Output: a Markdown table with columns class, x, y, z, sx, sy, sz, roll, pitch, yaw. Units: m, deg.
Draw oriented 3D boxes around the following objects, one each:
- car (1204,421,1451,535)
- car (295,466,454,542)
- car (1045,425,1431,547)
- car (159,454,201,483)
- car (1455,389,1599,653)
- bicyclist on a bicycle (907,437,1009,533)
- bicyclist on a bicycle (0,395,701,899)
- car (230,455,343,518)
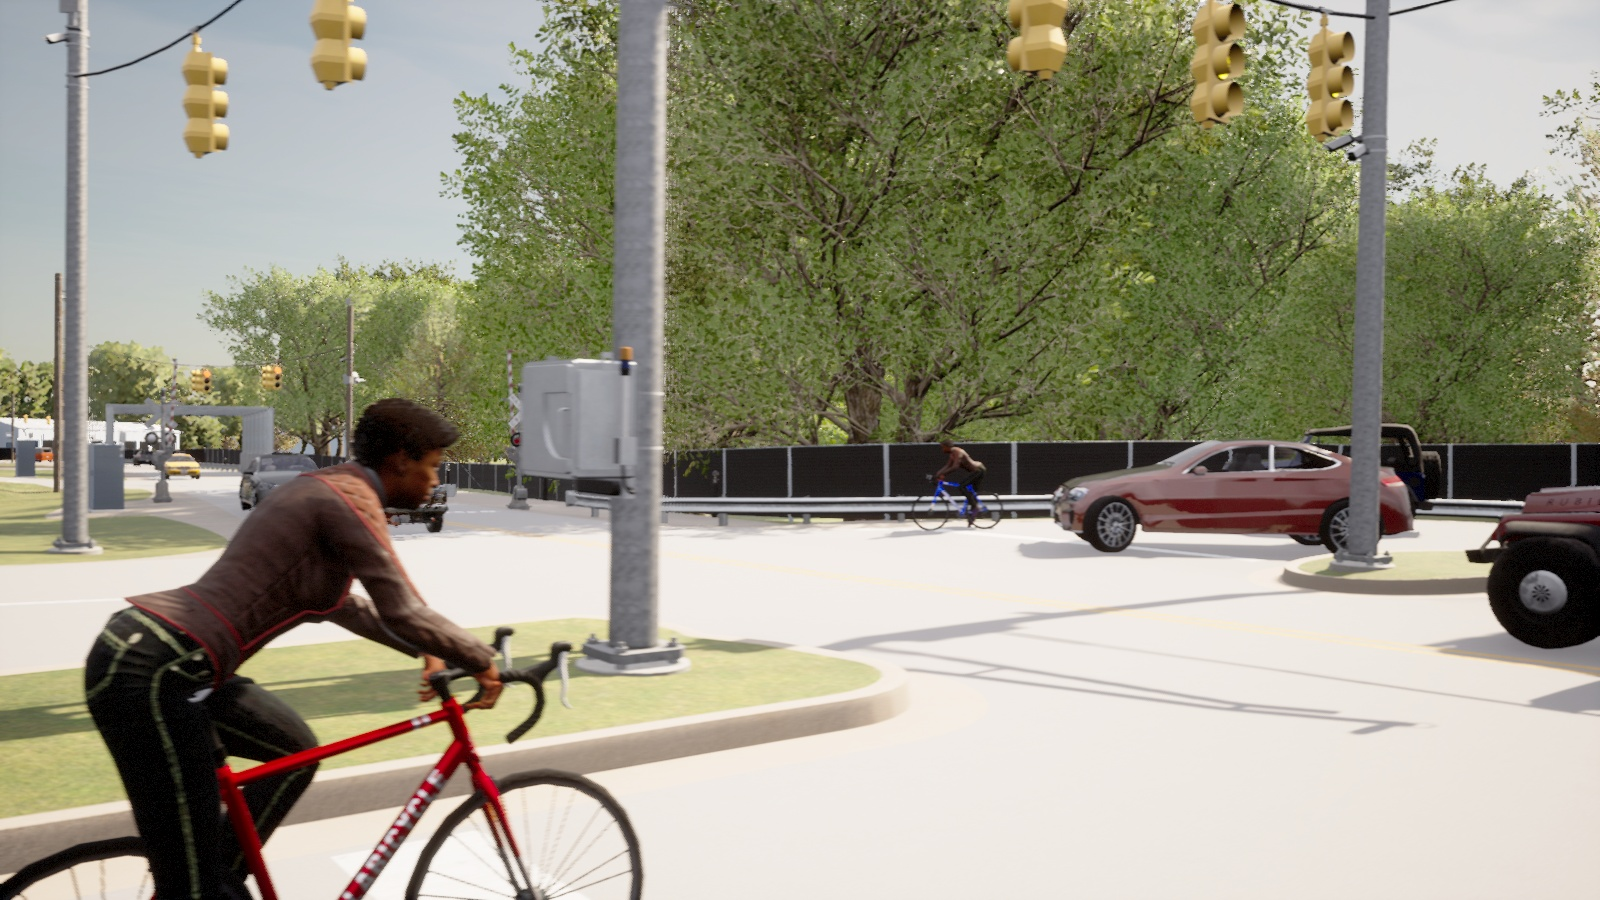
| class | x | y | z | sx | sy | sz | roll | pitch | yaw |
| --- | --- | --- | --- | --- | --- | --- | --- | --- | --- |
| car | 9.188 | 0.430 | 22.195 | 3.866 | 1.878 | 1.905 | 0 | 1 | 19 |
| car | -8.436 | 0.986 | 24.630 | 1.895 | 1.301 | 4.718 | -1 | 0 | -32 |
| car | 6.275 | 0.477 | 18.589 | 5.027 | 1.651 | 2.152 | 0 | 1 | 6 |
| car | -35.846 | 1.040 | 72.584 | 1.801 | 1.575 | 5.366 | 0 | 0 | -30 |
| car | 7.001 | 0.501 | 8.757 | 1.905 | 1.878 | 3.866 | 0 | -1 | -35 |
| bicyclist on a bicycle | 2.784 | 0.610 | 22.148 | 1.656 | 1.620 | 0.582 | -2 | 1 | -3 |
| bicyclist on a bicycle | -1.093 | 0.706 | 2.909 | 1.656 | 1.620 | 0.582 | 0 | 0 | -36 |
| car | -13.636 | 0.905 | 33.155 | 2.128 | 1.511 | 4.902 | -1 | 0 | -30 |
